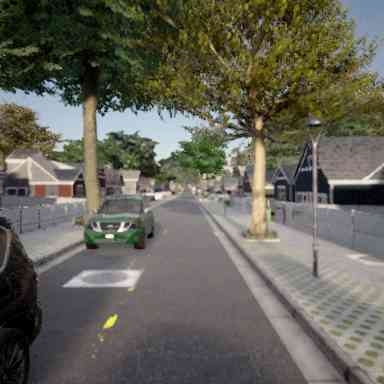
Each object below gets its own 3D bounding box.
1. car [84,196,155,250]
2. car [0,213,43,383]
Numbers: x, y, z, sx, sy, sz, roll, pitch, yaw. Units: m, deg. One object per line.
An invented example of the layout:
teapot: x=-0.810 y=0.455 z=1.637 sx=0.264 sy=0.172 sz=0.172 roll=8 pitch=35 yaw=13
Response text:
car: x=-2.931 y=1.214 z=14.626 sx=2.150 sy=2.045 sz=5.566 roll=0 pitch=0 yaw=0
car: x=-2.852 y=1.229 z=1.729 sx=2.150 sy=2.045 sz=5.566 roll=0 pitch=0 yaw=0
